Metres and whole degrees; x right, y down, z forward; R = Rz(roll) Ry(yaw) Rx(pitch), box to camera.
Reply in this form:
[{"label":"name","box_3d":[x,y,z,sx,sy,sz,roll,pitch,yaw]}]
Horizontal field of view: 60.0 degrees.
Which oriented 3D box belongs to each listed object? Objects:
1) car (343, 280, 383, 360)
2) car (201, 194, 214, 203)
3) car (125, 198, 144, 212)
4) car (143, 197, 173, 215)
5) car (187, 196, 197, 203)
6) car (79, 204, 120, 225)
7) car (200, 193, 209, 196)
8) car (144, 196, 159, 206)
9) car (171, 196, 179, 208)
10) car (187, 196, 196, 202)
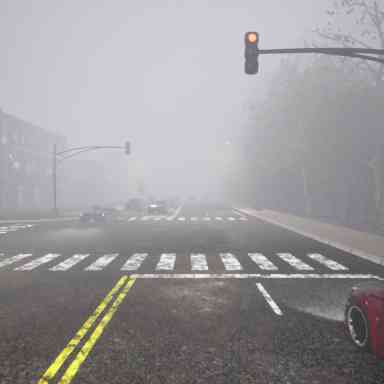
[{"label":"car","box_3d":[3.346,1.563,3.502,1.994,1.385,4.181,0,0,0]},{"label":"car","box_3d":[3.226,1.576,66.084,1.895,1.301,4.718,0,0,0]},{"label":"car","box_3d":[-6.674,1.465,39.596,1.882,1.535,5.008,0,0,0]},{"label":"car","box_3d":[-3.414,1.537,34.425,2.033,1.411,5.357,0,0,0]},{"label":"car","box_3d":[-0.021,1.452,66.960,1.882,1.535,5.008,0,0,0]},{"label":"car","box_3d":[-6.645,1.595,24.301,1.895,1.301,4.718,0,0,0]},{"label":"car","box_3d":[3.113,1.194,76.267,2.150,2.045,5.566,0,0,0]},{"label":"car","box_3d":[-6.690,1.506,55.351,1.812,1.442,4.674,0,0,0]},{"label":"car","box_3d":[-3.427,1.473,46.869,2.128,1.511,4.902,0,0,0]},{"label":"car","box_3d":[-0.140,1.564,77.243,1.895,1.301,4.718,0,0,0]}]
